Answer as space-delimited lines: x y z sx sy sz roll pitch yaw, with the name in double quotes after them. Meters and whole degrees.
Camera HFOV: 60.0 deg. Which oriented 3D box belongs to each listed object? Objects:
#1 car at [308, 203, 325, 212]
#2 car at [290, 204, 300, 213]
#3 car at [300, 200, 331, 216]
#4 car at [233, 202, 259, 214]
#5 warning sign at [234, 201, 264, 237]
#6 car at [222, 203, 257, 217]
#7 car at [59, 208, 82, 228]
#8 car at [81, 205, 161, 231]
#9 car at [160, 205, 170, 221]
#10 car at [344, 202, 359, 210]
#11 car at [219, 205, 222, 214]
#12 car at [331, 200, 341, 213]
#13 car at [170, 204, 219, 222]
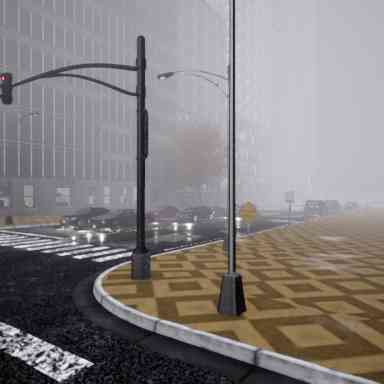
22.000 2.641 58.825 1.812 1.442 4.674 0 -1 33 "car"
16.086 2.449 49.661 1.812 1.442 4.674 0 -1 33 "car"
16.603 2.076 44.465 2.150 2.045 5.566 0 -1 33 "car"
8.085 2.314 49.527 1.882 1.535 5.008 0 -1 33 "car"
3.157 1.454 18.537 1.300 1.860 1.060 1 1 33 "warning sign"
5.807 2.203 40.078 1.812 1.442 4.674 0 -1 33 "car"
-7.702 1.843 25.151 1.812 1.442 4.674 0 -1 31 "car"
-4.834 1.873 23.614 2.033 1.411 5.357 0 -1 33 "car"
-2.774 2.006 32.796 1.812 1.442 4.674 0 -1 33 "car"
31.527 2.661 65.670 2.097 1.767 4.553 0 -1 33 "car"
2.619 2.222 41.145 1.994 1.385 4.181 0 -1 32 "car"
22.431 2.266 53.493 2.150 2.045 5.566 0 -1 33 "car"
0.369 2.002 31.671 1.837 1.490 4.892 0 -1 33 "car"
